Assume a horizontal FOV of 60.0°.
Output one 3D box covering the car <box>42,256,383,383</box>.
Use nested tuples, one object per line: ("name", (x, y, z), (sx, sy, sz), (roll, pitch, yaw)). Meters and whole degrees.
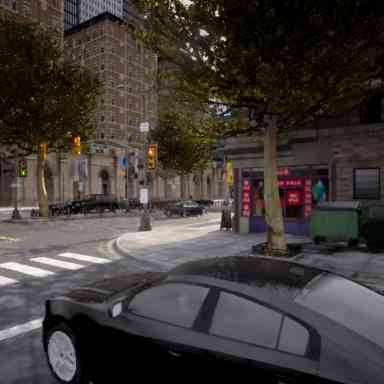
("car", (0.339, 1.478, 3.641), (5.008, 1.535, 1.882), (0, 0, 36))

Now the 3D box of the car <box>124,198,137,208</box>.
("car", (-8.147, 1.526, 45.449), (1.812, 1.442, 4.674), (0, 0, 36))

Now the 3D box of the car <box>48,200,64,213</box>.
("car", (-13.767, 1.547, 37.656), (2.033, 1.411, 5.357), (0, 0, 36))

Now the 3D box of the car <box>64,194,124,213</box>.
("car", (-10.501, 1.221, 36.206), (2.150, 2.045, 5.566), (0, 0, 36))

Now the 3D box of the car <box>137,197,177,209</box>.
("car", (-4.602, 1.478, 44.403), (1.882, 1.535, 5.008), (0, 0, 36))

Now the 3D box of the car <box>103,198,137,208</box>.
("car", (-10.282, 1.595, 47.897), (1.895, 1.301, 4.718), (0, 0, 36))

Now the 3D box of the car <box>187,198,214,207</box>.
("car", (1.411, 1.601, 52.743), (1.895, 1.301, 4.718), (0, 0, 36))

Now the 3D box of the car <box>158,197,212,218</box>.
("car", (-0.545, 1.505, 30.210), (1.837, 1.490, 4.892), (0, 0, 36))
